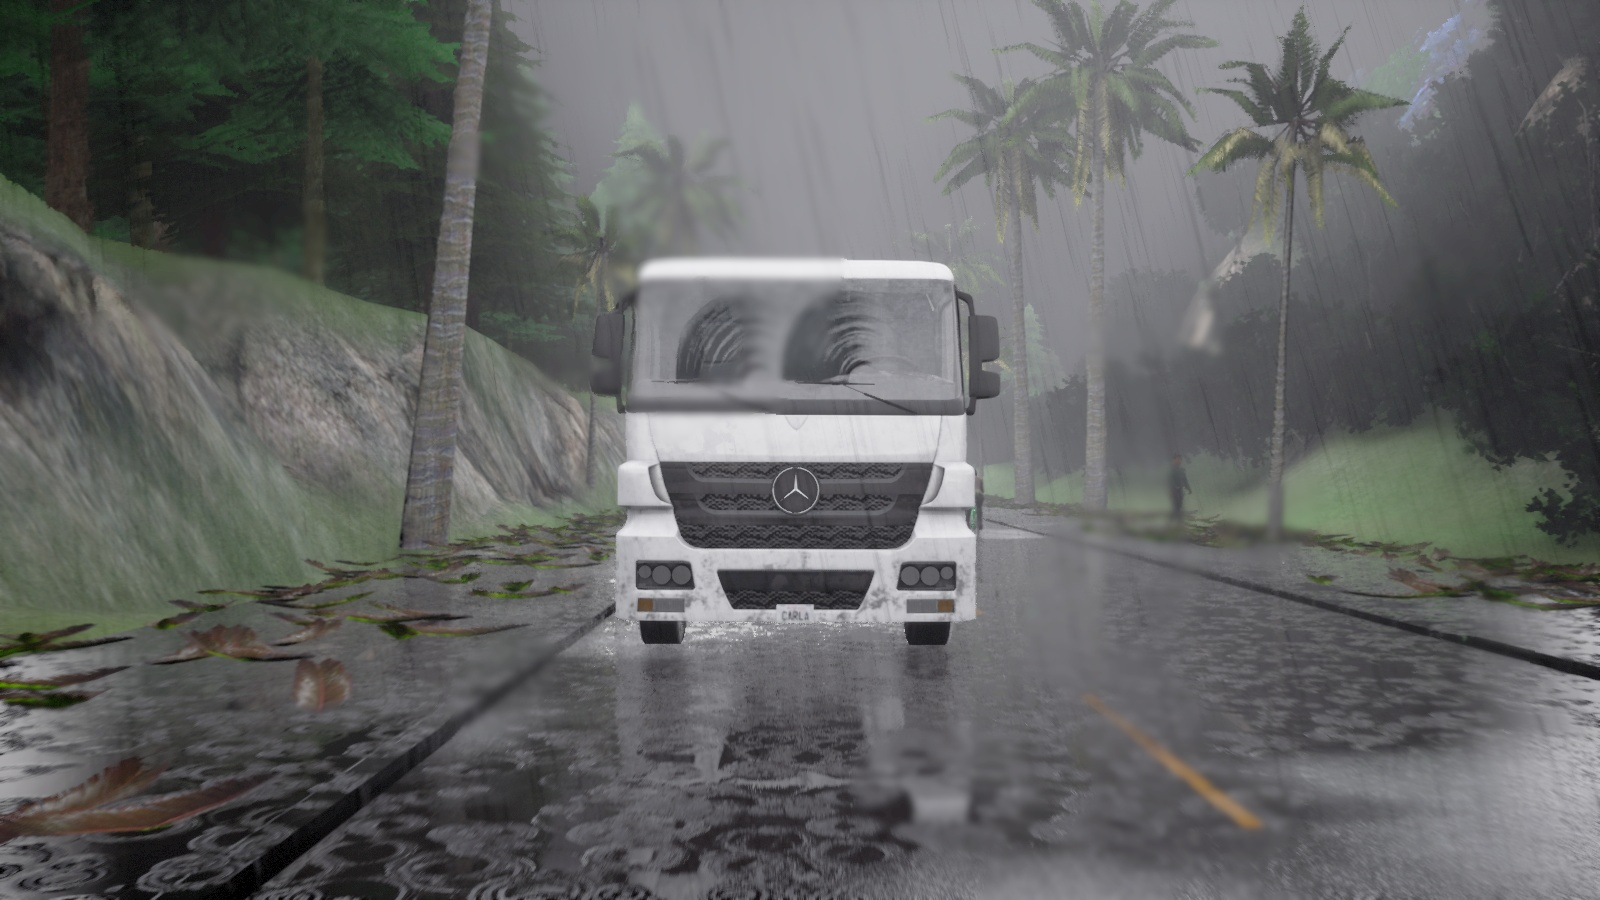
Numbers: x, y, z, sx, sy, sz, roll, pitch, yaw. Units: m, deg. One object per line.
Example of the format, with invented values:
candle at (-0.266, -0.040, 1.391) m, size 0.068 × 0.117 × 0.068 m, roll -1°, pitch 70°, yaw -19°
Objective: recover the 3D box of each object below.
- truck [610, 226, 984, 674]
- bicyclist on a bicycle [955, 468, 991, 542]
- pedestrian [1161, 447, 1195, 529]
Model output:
truck at (-0.039, 0.062, 13.711) m, size 2.891 × 3.462 × 7.936 m, roll 0°, pitch -1°, yaw 0°
bicyclist on a bicycle at (3.922, 1.230, 28.548) m, size 0.582 × 1.620 × 1.656 m, roll 0°, pitch -1°, yaw 0°
pedestrian at (9.138, 0.910, 30.383) m, size 0.423 × 1.949 × 0.788 m, roll 0°, pitch -1°, yaw -15°
